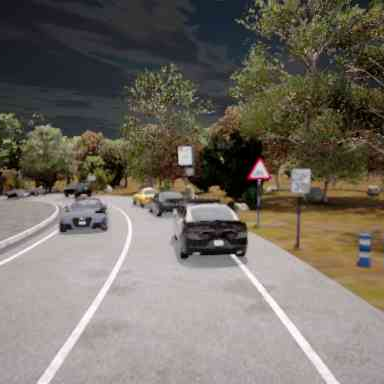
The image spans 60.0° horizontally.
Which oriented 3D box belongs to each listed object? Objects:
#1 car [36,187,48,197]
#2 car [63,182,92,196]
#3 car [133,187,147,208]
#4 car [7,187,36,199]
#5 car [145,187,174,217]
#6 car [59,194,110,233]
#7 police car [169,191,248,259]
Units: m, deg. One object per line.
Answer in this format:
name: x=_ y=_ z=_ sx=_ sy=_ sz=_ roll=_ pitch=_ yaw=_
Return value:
car: x=-26.012 y=-0.017 z=55.120 sx=4.902 sy=1.511 sz=2.128 roll=-1 pitch=5 yaw=34
car: x=-15.565 y=-0.321 z=45.243 sx=2.150 sy=2.045 sz=5.566 roll=-6 pitch=5 yaw=-41
car: x=-3.652 y=0.351 z=27.433 sx=1.801 sy=1.575 sz=5.366 roll=-3 pitch=3 yaw=-21
car: x=-26.762 y=0.311 z=51.335 sx=4.902 sy=1.511 sz=2.128 roll=-1 pitch=5 yaw=39
car: x=-1.592 y=0.649 z=21.317 sx=1.837 sy=1.490 sz=4.892 roll=-2 pitch=3 yaw=-16
car: x=-4.963 y=1.024 z=15.768 sx=1.994 sy=1.385 sz=4.181 roll=-1 pitch=2 yaw=-12
police car: x=0.410 y=1.008 z=11.185 sx=1.930 sy=1.638 sz=5.238 roll=-1 pitch=3 yaw=-6
